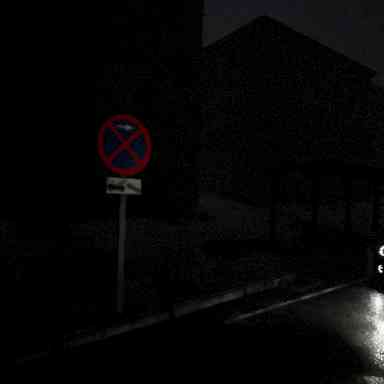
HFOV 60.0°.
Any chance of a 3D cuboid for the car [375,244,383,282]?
[{"bbox_3d":[6.497,1.326,8.209,4.553,1.767,2.097,0,0,-36],"label":"car"}]
